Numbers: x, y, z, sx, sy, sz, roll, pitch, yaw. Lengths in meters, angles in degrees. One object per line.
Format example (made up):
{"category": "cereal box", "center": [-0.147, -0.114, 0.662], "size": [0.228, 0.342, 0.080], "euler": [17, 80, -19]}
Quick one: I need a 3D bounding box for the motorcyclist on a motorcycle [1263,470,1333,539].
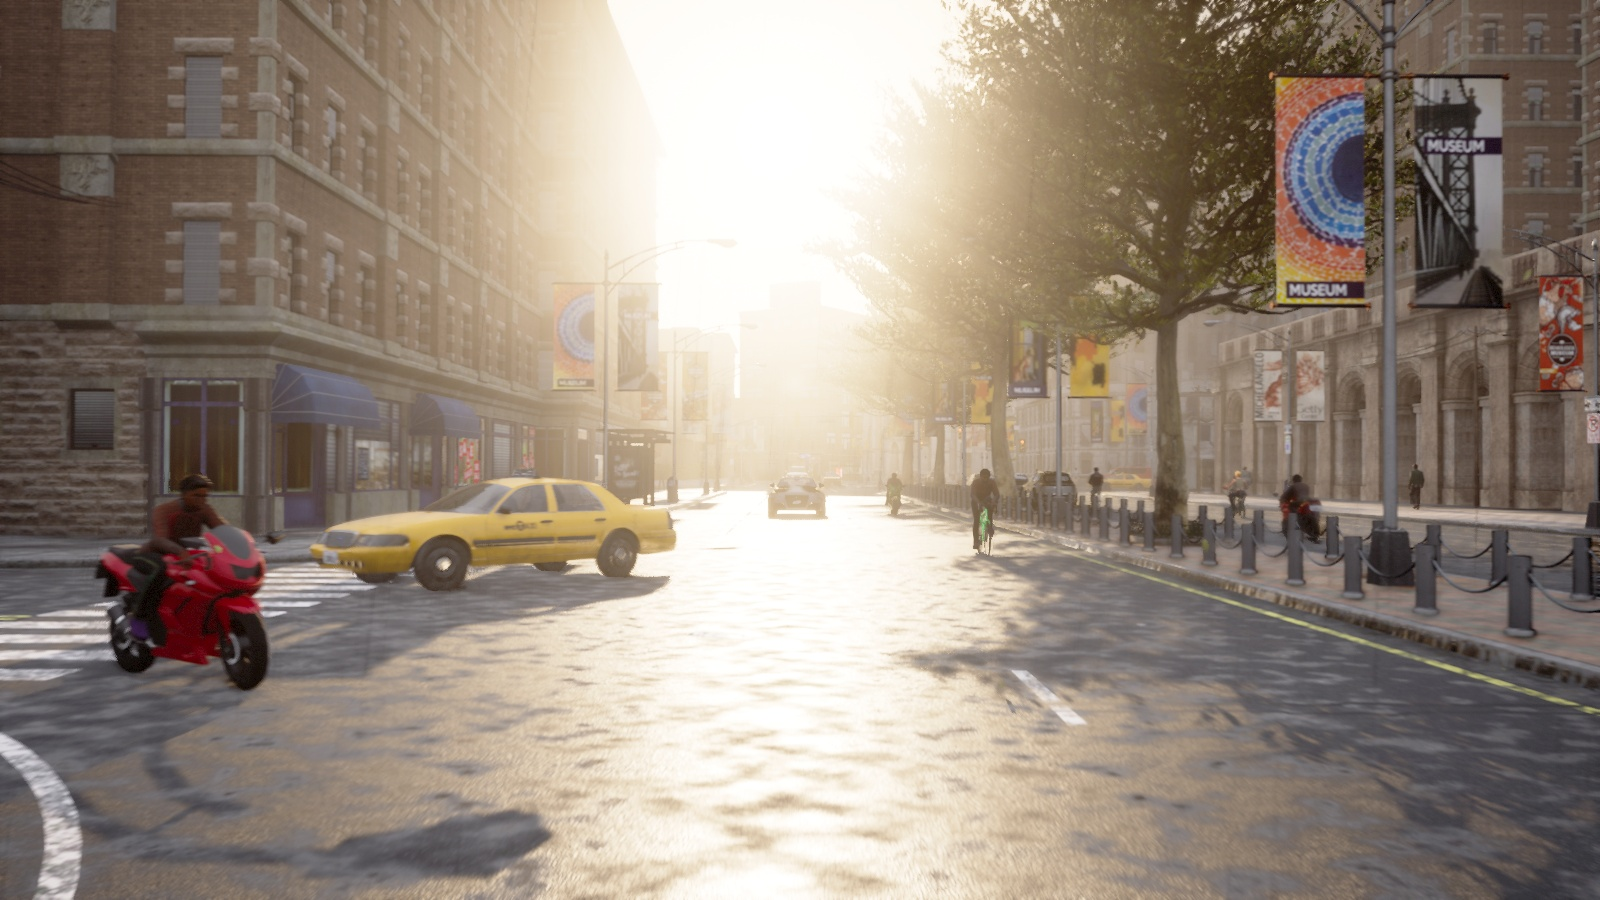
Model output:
{"category": "motorcyclist on a motorcycle", "center": [11.434, 1.234, 28.899], "size": [0.797, 1.523, 2.044], "euler": [0, -1, 0]}

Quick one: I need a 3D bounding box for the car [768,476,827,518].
{"category": "car", "center": [-0.100, 1.623, 44.411], "size": [1.994, 1.385, 4.181], "euler": [0, -1, 0]}

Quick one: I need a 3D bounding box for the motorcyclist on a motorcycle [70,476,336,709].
{"category": "motorcyclist on a motorcycle", "center": [-4.408, 0.969, 9.216], "size": [2.044, 1.523, 0.797], "euler": [-1, 0, 33]}

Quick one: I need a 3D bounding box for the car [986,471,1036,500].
{"category": "car", "center": [11.346, 1.908, 67.756], "size": [1.837, 1.490, 4.892], "euler": [0, -1, 0]}

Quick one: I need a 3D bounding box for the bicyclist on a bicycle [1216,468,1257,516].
{"category": "bicyclist on a bicycle", "center": [14.897, 1.409, 42.908], "size": [0.866, 1.612, 1.509], "euler": [0, -1, 0]}

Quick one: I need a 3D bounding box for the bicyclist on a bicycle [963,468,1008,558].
{"category": "bicyclist on a bicycle", "center": [3.447, 1.147, 23.479], "size": [0.582, 1.620, 1.656], "euler": [0, -1, 0]}

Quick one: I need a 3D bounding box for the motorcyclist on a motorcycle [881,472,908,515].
{"category": "motorcyclist on a motorcycle", "center": [3.397, 1.541, 45.239], "size": [0.797, 1.523, 2.044], "euler": [0, -1, 0]}

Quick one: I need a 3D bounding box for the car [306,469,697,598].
{"category": "car", "center": [-4.062, 1.072, 17.985], "size": [1.801, 1.575, 5.366], "euler": [-1, -1, 42]}

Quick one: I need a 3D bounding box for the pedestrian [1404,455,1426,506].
{"category": "pedestrian", "center": [23.687, 1.185, 48.359], "size": [0.423, 1.949, 0.788], "euler": [0, -1, 1]}

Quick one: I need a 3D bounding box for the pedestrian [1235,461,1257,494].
{"category": "pedestrian", "center": [24.868, 1.544, 70.062], "size": [0.874, 1.855, 0.900], "euler": [0, -1, 0]}

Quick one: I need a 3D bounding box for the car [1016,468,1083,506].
{"category": "car", "center": [11.364, 1.663, 57.511], "size": [2.033, 1.649, 4.856], "euler": [0, -1, 0]}
